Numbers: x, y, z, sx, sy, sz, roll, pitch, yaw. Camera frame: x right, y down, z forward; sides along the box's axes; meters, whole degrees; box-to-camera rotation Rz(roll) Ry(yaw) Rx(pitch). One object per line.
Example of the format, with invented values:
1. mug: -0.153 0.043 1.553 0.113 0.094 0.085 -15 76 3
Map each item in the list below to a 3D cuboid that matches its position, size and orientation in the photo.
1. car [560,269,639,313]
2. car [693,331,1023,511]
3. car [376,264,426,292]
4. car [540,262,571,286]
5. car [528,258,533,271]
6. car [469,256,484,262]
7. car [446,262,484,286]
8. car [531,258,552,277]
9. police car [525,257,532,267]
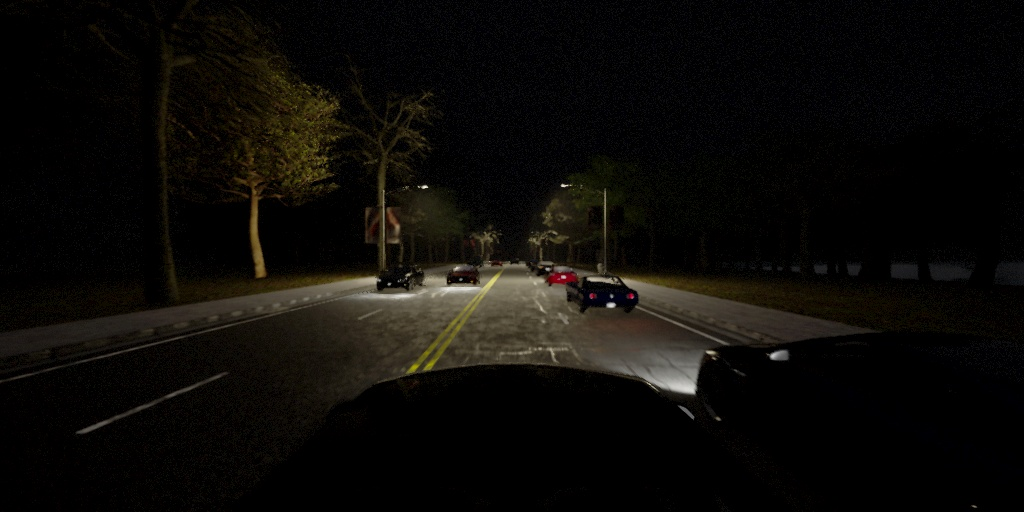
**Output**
1. car: 3.266 1.352 14.036 1.895 1.301 4.718 0 0 0
2. car: 3.357 1.314 2.973 1.994 1.385 4.181 0 0 0
3. car: -6.554 1.257 21.588 1.837 1.490 4.892 0 0 0
4. car: 3.305 1.319 24.996 1.994 1.385 4.181 0 0 0
5. car: 3.451 1.331 46.975 1.994 1.385 4.181 0 0 1
6. car: -6.177 1.007 62.085 2.150 2.045 5.566 0 0 1
7. car: -3.287 1.318 25.001 1.994 1.385 4.181 0 0 0
8. car: 3.367 1.264 36.016 2.163 1.488 4.792 0 0 0
9. police car: 3.560 1.202 58.075 1.930 1.638 5.238 0 0 1
